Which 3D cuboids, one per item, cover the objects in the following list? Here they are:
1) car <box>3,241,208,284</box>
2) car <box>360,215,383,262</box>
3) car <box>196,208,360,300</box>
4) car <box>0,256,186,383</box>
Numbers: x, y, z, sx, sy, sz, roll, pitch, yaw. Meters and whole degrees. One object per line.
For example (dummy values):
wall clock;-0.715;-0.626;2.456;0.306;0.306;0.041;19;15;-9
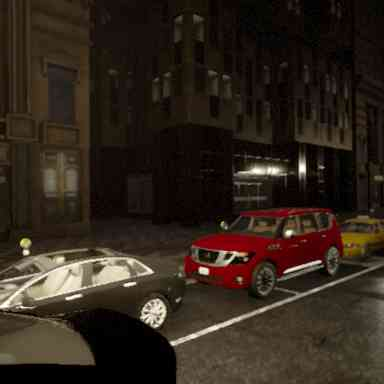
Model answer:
car;-2.091;1.629;5.180;4.403;1.369;2.008;0;-1;-41
car;6.302;1.580;12.393;4.829;1.417;1.752;0;-1;-41
car;2.168;1.382;8.844;5.009;1.841;2.192;0;-1;-41
car;-2.306;1.523;1.485;5.008;1.535;1.882;0;-1;-41
